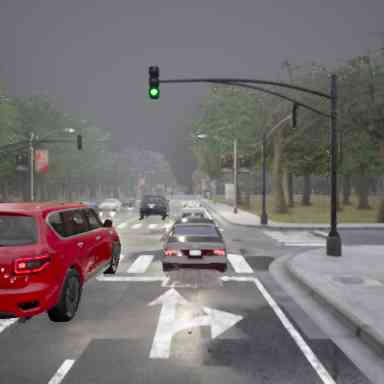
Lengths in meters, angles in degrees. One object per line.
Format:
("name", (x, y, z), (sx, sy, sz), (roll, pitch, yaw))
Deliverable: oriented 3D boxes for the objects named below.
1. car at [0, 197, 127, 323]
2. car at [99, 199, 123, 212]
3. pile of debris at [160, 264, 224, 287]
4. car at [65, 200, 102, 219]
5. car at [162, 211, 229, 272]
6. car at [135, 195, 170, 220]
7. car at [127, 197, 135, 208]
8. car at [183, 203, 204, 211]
("car", (-3.146, 1.228, 7.343), (2.150, 2.045, 5.566), (0, 0, 0))
("car", (-9.837, 1.570, 40.608), (1.812, 1.442, 4.674), (0, 0, 0))
("pile of debris", (0.000, 2.183, 8.820), (1.500, 0.140, 1.860), (0, 0, 0))
("car", (-9.843, 1.557, 30.514), (1.812, 1.442, 4.674), (0, 0, 0))
("car", (0.086, 1.555, 10.735), (2.033, 1.411, 5.357), (0, 0, 0))
("car", (-3.150, 1.250, 28.629), (2.150, 2.045, 5.566), (0, 0, 0))
("car", (-9.776, 1.564, 50.857), (1.837, 1.490, 4.892), (0, 0, 0))
("car", (0.101, 1.632, 30.906), (1.895, 1.301, 4.718), (0, 0, 0))
